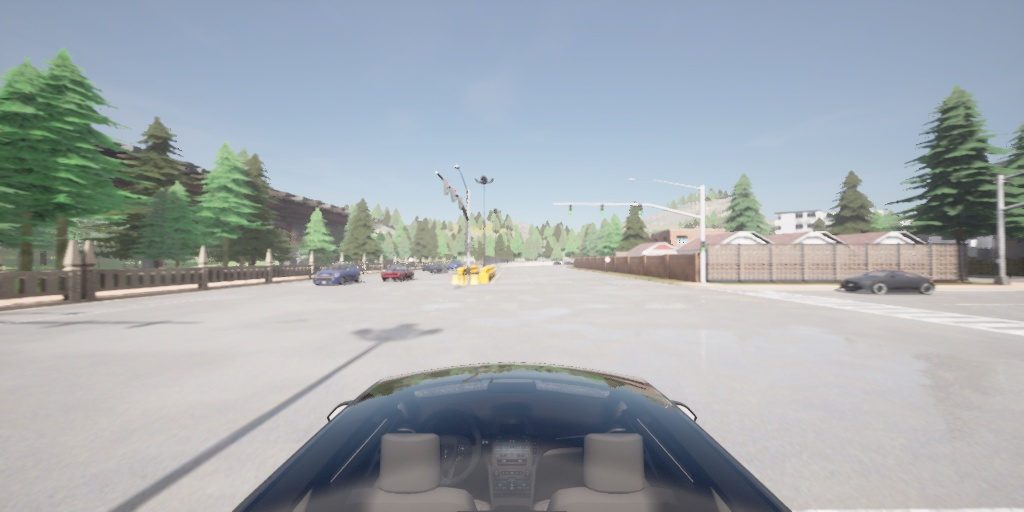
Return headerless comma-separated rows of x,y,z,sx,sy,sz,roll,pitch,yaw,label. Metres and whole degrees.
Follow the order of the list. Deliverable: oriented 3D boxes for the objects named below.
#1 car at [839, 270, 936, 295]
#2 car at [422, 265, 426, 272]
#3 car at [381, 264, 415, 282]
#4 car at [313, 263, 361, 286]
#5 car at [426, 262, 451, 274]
22.083,1.528,21.215,4.181,1.385,1.994,0,-1,2,car
-14.015,1.986,61.653,1.994,1.385,4.181,0,-1,0,car
-10.606,1.709,33.526,1.895,1.301,4.718,0,-1,0,car
-14.006,1.408,28.931,2.097,1.767,4.553,0,-1,0,car
-10.556,1.816,51.663,1.837,1.490,4.892,0,-1,1,car
